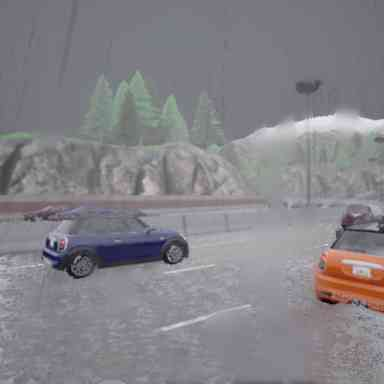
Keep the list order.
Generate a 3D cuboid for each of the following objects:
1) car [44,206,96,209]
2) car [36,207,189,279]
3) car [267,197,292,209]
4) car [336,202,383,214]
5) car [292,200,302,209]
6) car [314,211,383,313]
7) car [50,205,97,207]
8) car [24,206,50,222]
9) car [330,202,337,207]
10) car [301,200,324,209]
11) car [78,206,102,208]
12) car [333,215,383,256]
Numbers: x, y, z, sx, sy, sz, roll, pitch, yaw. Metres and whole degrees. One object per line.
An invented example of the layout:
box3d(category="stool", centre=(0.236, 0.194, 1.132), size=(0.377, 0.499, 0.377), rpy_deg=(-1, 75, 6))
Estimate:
box3d(category="car", centre=(-7.967, 1.946, 24.348), size=(4.718, 1.301, 1.895), rpy_deg=(0, -1, -38))
box3d(category="car", centre=(-2.288, 1.503, 10.778), size=(4.553, 1.767, 2.097), rpy_deg=(1, -1, -37))
box3d(category="car", centre=(15.488, 1.980, 59.755), size=(2.150, 2.045, 5.566), rpy_deg=(-1, -1, 35))
box3d(category="car", centre=(12.236, 1.632, 23.166), size=(4.553, 1.767, 2.097), rpy_deg=(1, -1, -44))
box3d(category="car", centre=(19.057, 2.250, 58.768), size=(1.837, 1.490, 4.892), rpy_deg=(0, -1, 34))
box3d(category="car", centre=(4.672, 1.439, 7.210), size=(4.553, 1.767, 2.097), rpy_deg=(1, -1, -38))
box3d(category="car", centre=(-8.901, 1.875, 28.100), size=(5.008, 1.535, 1.882), rpy_deg=(0, -1, -39))
box3d(category="car", centre=(-12.325, 1.907, 29.848), size=(5.008, 1.535, 1.882), rpy_deg=(1, -1, -39))
box3d(category="car", centre=(23.099, 2.202, 52.319), size=(1.994, 1.385, 4.181), rpy_deg=(-1, -1, 36))
box3d(category="car", centre=(19.754, 2.143, 53.659), size=(1.882, 1.535, 5.008), rpy_deg=(-1, -1, 36))
box3d(category="car", centre=(-4.689, 1.860, 22.475), size=(5.357, 1.411, 2.033), rpy_deg=(1, -1, -39))
box3d(category="car", centre=(8.327, 1.780, 14.768), size=(4.718, 1.301, 1.895), rpy_deg=(1, -1, -41))
